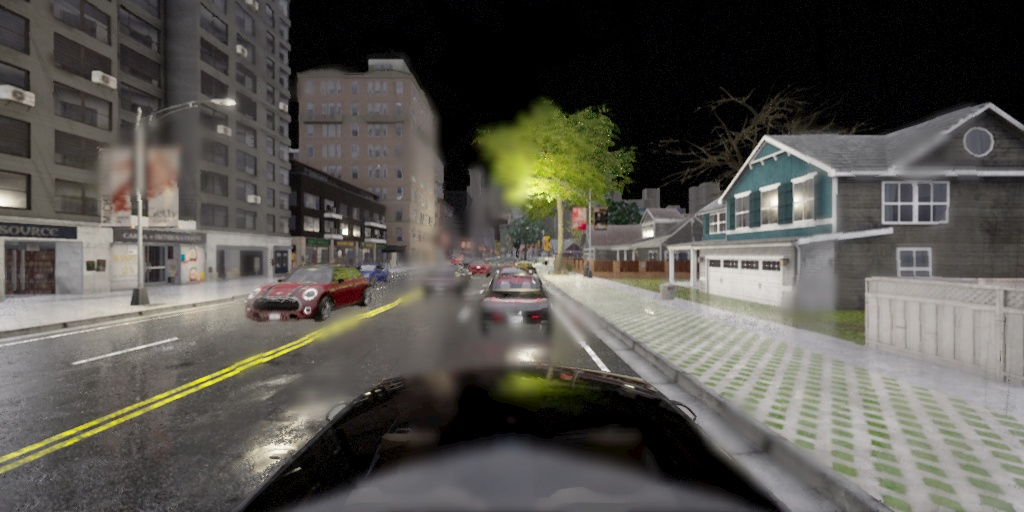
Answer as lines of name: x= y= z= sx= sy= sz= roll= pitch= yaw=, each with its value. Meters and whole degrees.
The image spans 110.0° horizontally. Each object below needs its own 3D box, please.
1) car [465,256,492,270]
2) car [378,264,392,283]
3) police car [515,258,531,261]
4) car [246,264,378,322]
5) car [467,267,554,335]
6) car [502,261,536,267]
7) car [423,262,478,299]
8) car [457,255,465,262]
car: x=-3.110 y=1.069 z=35.489 sx=2.097 sy=1.767 sz=4.553 roll=0 pitch=0 yaw=0
car: x=-9.822 y=1.257 z=24.564 sx=1.812 sy=1.442 sz=4.674 roll=0 pitch=0 yaw=0
police car: x=1.008 y=1.150 z=29.776 sx=1.930 sy=1.638 sz=5.238 roll=0 pitch=0 yaw=0
car: x=-6.583 y=1.098 z=12.208 sx=2.097 sy=1.767 sz=4.553 roll=0 pitch=0 yaw=0
car: x=0.113 y=1.237 z=10.544 sx=2.128 sy=1.511 sz=4.902 roll=0 pitch=0 yaw=0
car: x=0.122 y=1.215 z=20.047 sx=1.882 sy=1.535 sz=5.008 roll=0 pitch=0 yaw=0
car: x=-3.130 y=1.231 z=18.059 sx=2.128 sy=1.511 sz=4.902 roll=0 pitch=0 yaw=0
car: x=-6.530 y=1.038 z=54.281 sx=2.097 sy=1.767 sz=4.553 roll=0 pitch=0 yaw=0
